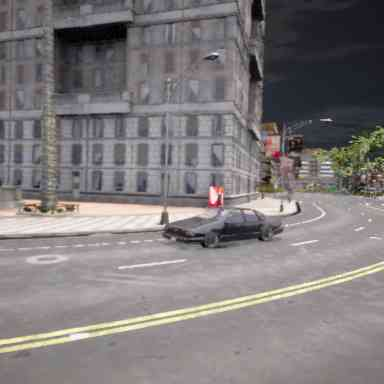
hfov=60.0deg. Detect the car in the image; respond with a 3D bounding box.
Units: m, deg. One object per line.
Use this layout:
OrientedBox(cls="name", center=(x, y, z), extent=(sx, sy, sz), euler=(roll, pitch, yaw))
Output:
OrientedBox(cls="car", center=(1.464, 1.306, 13.377), extent=(5.357, 1.411, 2.033), euler=(1, 1, -38))
